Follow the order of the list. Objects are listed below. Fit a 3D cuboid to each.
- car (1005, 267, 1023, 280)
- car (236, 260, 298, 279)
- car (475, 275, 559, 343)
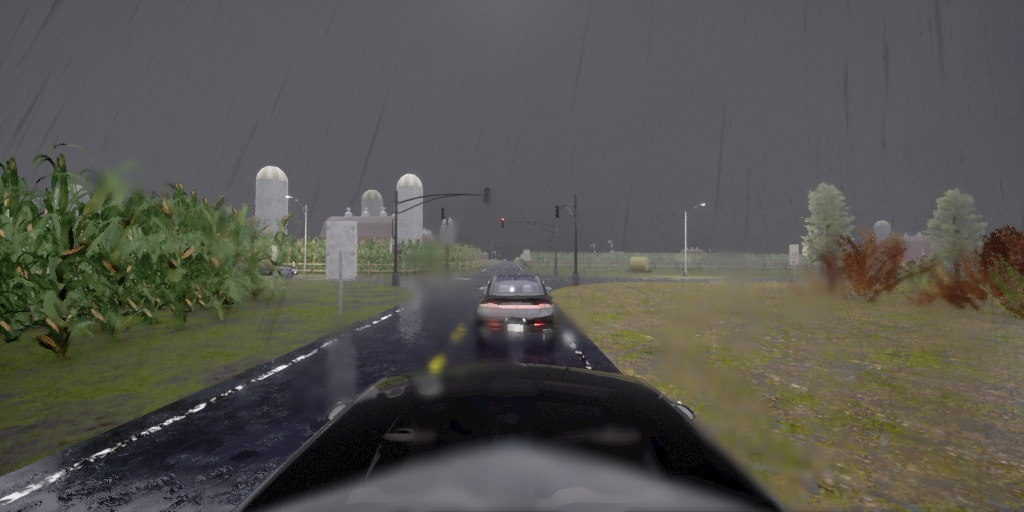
[{"bbox_3d":[48.663,1.719,33.511,4.674,1.442,1.812,1,-1,-5],"label":"car"},{"bbox_3d":[-19.943,1.059,28.807,4.902,1.511,2.128,0,-1,-4],"label":"car"},{"bbox_3d":[0.100,1.245,9.653,2.128,1.511,4.902,0,0,0],"label":"car"}]
